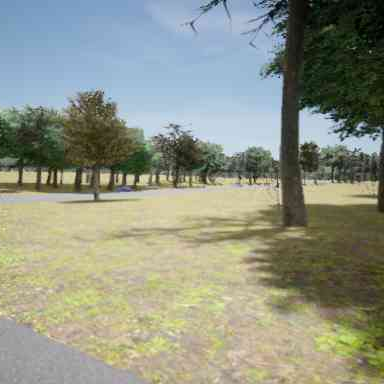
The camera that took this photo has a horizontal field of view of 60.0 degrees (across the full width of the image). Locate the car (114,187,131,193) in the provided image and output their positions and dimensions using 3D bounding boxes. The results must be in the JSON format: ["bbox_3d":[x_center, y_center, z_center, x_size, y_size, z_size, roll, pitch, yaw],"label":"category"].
[{"bbox_3d":[-16.902,-0.561,81.195,1.812,1.442,4.674,4,4,35],"label":"car"}]
